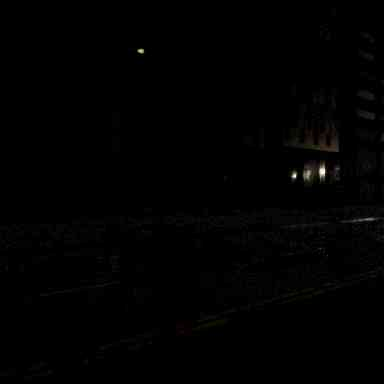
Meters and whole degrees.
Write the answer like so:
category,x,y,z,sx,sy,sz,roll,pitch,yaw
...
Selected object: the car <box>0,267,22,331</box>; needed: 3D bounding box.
category,x,y,z,sx,sy,sz,roll,pitch,yaw
car,-4.896,1.602,4.184,4.718,1.301,1.895,0,0,-36
